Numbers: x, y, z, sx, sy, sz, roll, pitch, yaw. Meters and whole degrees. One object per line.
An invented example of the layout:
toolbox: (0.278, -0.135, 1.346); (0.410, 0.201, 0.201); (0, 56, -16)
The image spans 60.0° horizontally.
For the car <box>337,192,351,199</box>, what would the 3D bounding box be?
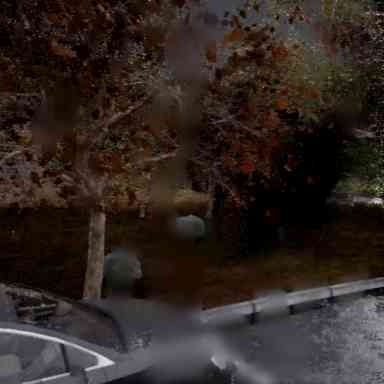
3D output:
car: (19.537, 0.237, 45.459); (1.895, 1.301, 4.718); (2, 3, -13)
